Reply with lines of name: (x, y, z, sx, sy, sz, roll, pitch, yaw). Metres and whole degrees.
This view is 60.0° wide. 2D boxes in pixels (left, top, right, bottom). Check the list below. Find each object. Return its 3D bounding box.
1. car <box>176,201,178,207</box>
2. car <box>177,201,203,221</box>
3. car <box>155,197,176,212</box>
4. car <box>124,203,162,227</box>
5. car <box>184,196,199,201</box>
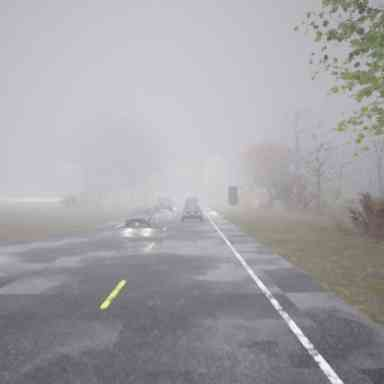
car: (-3.702, 2.056, 62.465, 2.128, 1.511, 4.902, 0, 0, 0)
car: (0.004, 1.823, 29.816, 2.033, 1.411, 5.357, 0, -1, 0)
car: (-3.719, 1.638, 45.080, 2.150, 2.045, 5.566, 0, -1, 0)
car: (-3.683, 1.784, 24.902, 2.033, 1.411, 5.357, 0, -1, 0)
car: (-0.073, 1.701, 53.581, 2.150, 2.045, 5.566, 0, 0, 0)
